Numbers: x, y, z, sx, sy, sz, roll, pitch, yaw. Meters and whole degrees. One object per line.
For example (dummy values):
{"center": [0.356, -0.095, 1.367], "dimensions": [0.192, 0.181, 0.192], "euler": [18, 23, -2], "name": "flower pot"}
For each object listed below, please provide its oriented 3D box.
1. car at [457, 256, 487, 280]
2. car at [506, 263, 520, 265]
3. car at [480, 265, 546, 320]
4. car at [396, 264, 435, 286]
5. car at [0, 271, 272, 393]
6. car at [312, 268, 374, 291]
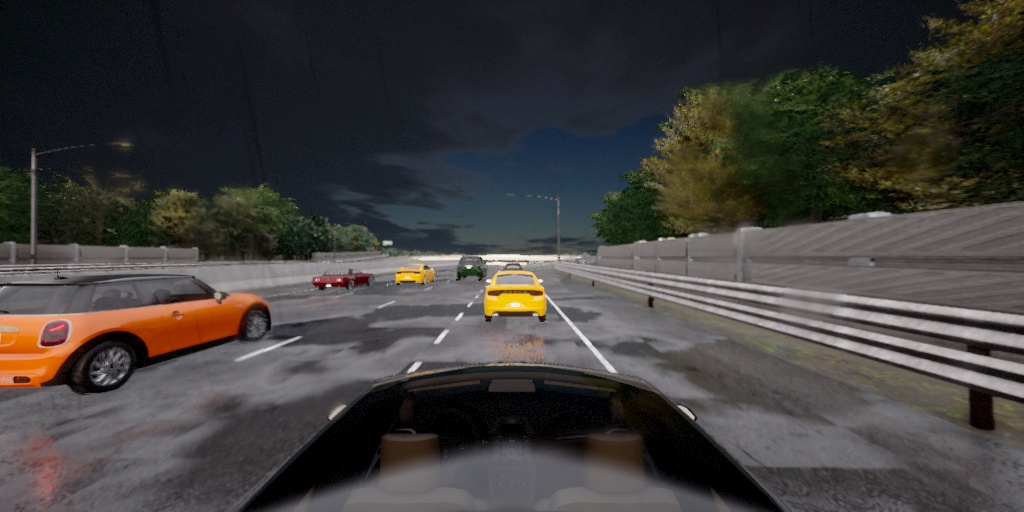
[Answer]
{"center": [-3.506, 1.042, 31.701], "dimensions": [2.150, 2.045, 5.566], "euler": [0, 0, 0], "name": "car"}
{"center": [0.095, 1.344, 30.979], "dimensions": [1.812, 1.442, 4.674], "euler": [0, 0, 0], "name": "car"}
{"center": [0.098, 1.250, 12.688], "dimensions": [1.882, 1.535, 5.008], "euler": [0, 0, 0], "name": "car"}
{"center": [-6.905, 1.283, 26.098], "dimensions": [1.882, 1.535, 5.008], "euler": [0, 0, 0], "name": "car"}
{"center": [-6.901, 1.110, 6.864], "dimensions": [2.097, 1.767, 4.553], "euler": [0, 0, 0], "name": "car"}
{"center": [-10.405, 1.398, 22.575], "dimensions": [1.895, 1.301, 4.718], "euler": [0, 0, 0], "name": "car"}
